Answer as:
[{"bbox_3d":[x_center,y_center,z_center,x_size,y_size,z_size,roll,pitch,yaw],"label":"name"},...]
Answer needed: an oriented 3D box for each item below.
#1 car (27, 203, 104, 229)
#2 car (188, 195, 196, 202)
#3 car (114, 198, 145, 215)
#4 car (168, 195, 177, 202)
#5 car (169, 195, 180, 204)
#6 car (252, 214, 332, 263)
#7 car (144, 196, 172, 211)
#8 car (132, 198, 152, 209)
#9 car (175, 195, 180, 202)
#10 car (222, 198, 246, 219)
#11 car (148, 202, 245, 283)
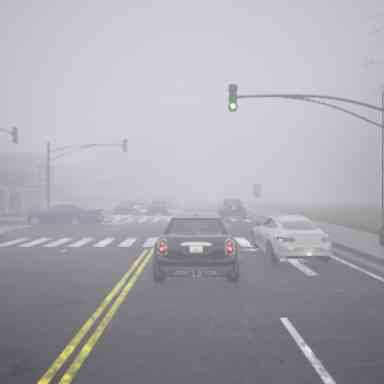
[{"bbox_3d":[-8.196,1.470,21.506,5.008,1.535,1.882,0,-1,15],"label":"car"},{"bbox_3d":[0.008,1.453,74.808,2.128,1.511,4.902,0,0,0],"label":"car"},{"bbox_3d":[-6.584,1.525,34.512,2.033,1.411,5.357,0,0,1],"label":"car"},{"bbox_3d":[-3.343,1.493,43.060,1.812,1.442,4.674,0,0,1],"label":"car"},{"bbox_3d":[-3.270,1.419,63.778,1.882,1.535,5.008,0,1,1],"label":"car"},{"bbox_3d":[3.347,1.521,11.804,1.812,1.442,4.674,0,0,0],"label":"car"},{"bbox_3d":[-3.344,1.483,33.693,1.837,1.490,4.892,0,0,0],"label":"car"},{"bbox_3d":[-6.580,1.529,44.495,1.994,1.385,4.181,0,0,1],"label":"car"},{"bbox_3d":[-3.290,1.306,53.595,2.097,1.767,4.553,0,0,1],"label":"car"},{"bbox_3d":[3.352,1.336,28.836,2.097,1.767,4.553,0,0,0],"label":"car"},{"bbox_3d":[0.099,1.348,9.840,2.097,1.767,4.553,0,0,0],"label":"car"}]
